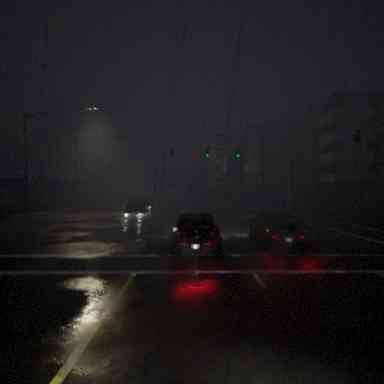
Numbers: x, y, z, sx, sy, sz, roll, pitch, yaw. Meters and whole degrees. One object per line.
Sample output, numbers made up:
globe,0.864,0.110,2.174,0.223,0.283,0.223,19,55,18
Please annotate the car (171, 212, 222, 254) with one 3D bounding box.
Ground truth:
car,0.172,1.578,13.766,1.837,1.490,4.892,0,1,1

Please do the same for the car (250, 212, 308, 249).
car,3.709,1.591,14.735,1.812,1.442,4.674,0,0,2

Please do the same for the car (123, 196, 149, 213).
car,-6.480,1.554,38.474,1.837,1.490,4.892,0,2,-1

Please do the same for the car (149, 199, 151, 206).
car,-7.966,1.512,55.067,1.837,1.490,4.892,0,0,-14

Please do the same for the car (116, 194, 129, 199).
car,-14.258,1.113,69.037,1.812,1.442,4.674,0,0,-35
